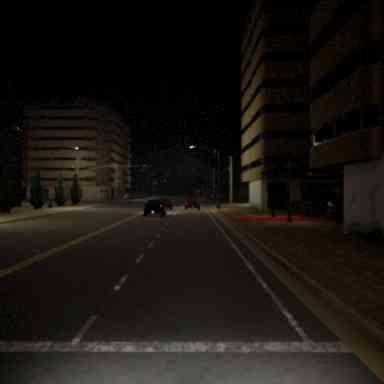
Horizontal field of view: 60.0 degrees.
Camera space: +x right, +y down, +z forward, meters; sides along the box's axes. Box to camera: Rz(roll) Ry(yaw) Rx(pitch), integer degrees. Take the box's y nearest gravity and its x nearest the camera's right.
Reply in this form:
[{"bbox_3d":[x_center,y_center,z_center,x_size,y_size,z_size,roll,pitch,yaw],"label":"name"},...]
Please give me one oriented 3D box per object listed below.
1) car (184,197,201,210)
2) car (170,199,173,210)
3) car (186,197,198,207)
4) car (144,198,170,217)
[{"bbox_3d":[0.066,1.504,41.797,1.812,1.442,4.674,0,0,0],"label":"car"},{"bbox_3d":[-3.417,1.456,41.754,1.882,1.535,5.008,0,0,0],"label":"car"},{"bbox_3d":[-0.020,1.479,50.868,1.837,1.490,4.892,0,0,0],"label":"car"},{"bbox_3d":[-3.411,1.488,31.334,1.837,1.490,4.892,0,0,0],"label":"car"}]
